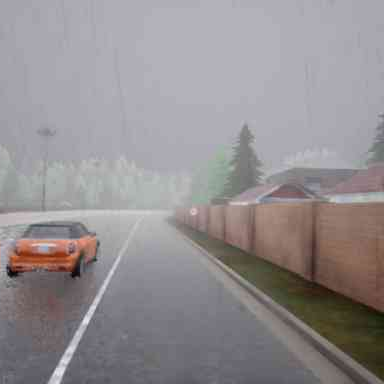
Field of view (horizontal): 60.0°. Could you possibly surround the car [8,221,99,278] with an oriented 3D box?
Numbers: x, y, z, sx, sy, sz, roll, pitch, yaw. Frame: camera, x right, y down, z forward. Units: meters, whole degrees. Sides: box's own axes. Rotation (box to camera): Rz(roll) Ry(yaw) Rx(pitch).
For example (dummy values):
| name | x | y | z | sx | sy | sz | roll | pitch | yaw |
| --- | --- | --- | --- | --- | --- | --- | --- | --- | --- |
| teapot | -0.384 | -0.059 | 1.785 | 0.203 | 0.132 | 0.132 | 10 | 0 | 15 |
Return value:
| name | x | y | z | sx | sy | sz | roll | pitch | yaw |
| --- | --- | --- | --- | --- | --- | --- | --- | --- | --- |
| car | -4.623 | 1.805 | 11.851 | 2.097 | 1.767 | 4.553 | 2 | -3 | -7 |
